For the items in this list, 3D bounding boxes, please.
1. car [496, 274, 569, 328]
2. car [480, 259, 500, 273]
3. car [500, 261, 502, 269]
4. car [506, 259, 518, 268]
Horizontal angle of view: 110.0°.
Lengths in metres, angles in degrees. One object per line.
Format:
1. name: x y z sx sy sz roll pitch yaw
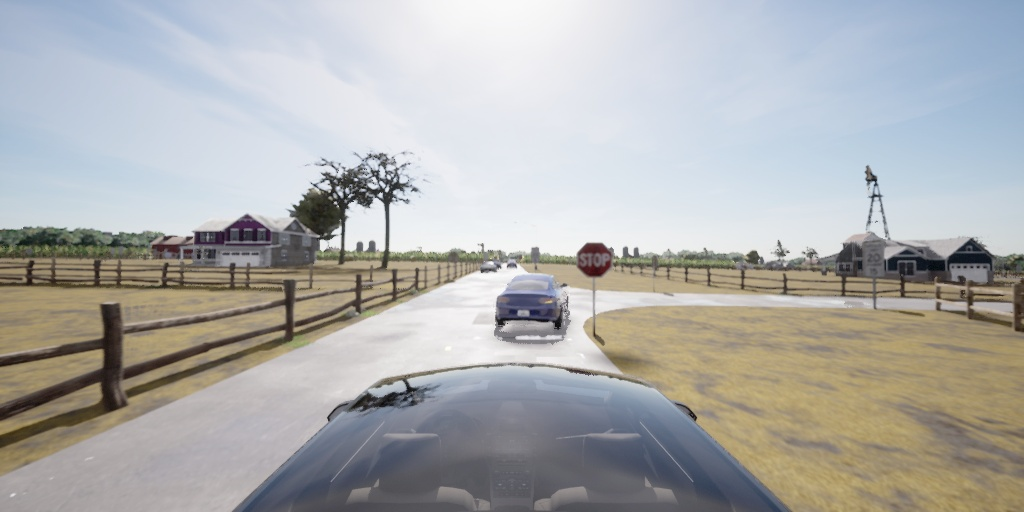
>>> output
1. car: 0.747 1.283 11.364 1.812 1.442 4.674 0 0 11
2. car: -2.850 1.410 44.259 1.994 1.385 4.181 0 0 0
3. car: -2.823 1.275 60.302 2.097 1.767 4.553 0 0 0
4. car: -0.014 1.471 64.737 1.812 1.442 4.674 0 0 0
